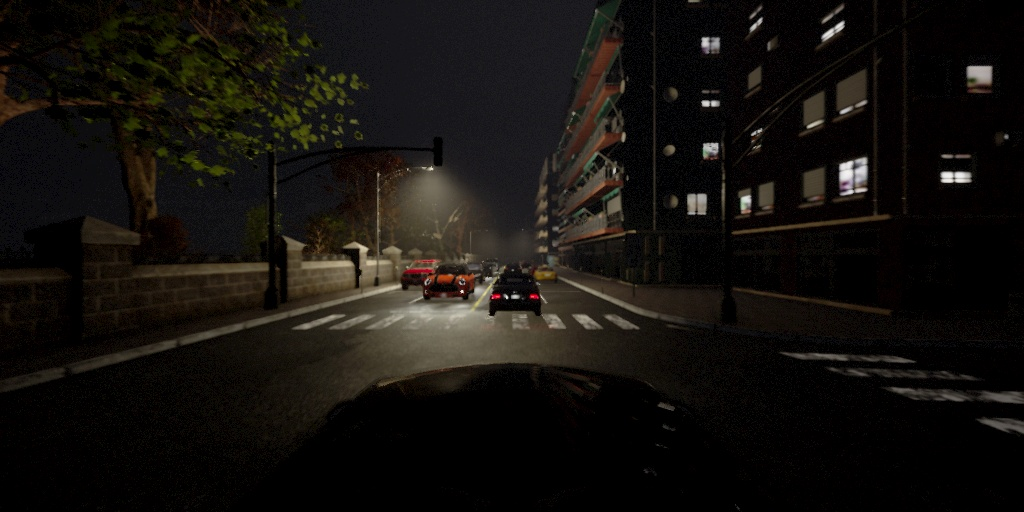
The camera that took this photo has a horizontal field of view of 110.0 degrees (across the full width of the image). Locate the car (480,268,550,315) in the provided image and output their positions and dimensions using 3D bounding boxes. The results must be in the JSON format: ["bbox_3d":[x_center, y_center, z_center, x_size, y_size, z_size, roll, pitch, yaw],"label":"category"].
[{"bbox_3d":[0.102,1.355,13.851,2.033,1.411,5.357,0,0,0],"label":"car"}]

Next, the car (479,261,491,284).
[{"bbox_3d":[-3.089,1.372,28.231,2.128,1.511,4.902,0,0,0],"label":"car"}]

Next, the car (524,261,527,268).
[{"bbox_3d":[2.692,1.493,40.172,2.007,1.370,4.403,0,0,0],"label":"car"}]

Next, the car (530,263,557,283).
[{"bbox_3d":[2.692,1.410,29.271,1.751,1.417,4.829,0,0,0],"label":"car"}]

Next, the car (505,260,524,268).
[{"bbox_3d":[0.101,1.509,40.727,1.994,1.385,4.181,0,0,0],"label":"car"}]

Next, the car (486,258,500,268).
[{"bbox_3d":[-2.997,1.342,53.449,2.150,2.045,5.566,0,0,0],"label":"car"}]

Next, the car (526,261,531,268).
[{"bbox_3d":[2.692,1.458,34.636,1.888,1.381,4.507,0,0,0],"label":"car"}]

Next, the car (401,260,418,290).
[{"bbox_3d":[-5.689,1.171,23.566,2.192,1.841,5.009,0,0,0],"label":"car"}]

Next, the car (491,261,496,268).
[{"bbox_3d":[-3.076,1.497,38.267,1.994,1.385,4.181,0,0,1],"label":"car"}]

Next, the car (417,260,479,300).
[{"bbox_3d":[-3.071,1.182,18.264,2.097,1.767,4.553,0,0,0],"label":"car"}]
